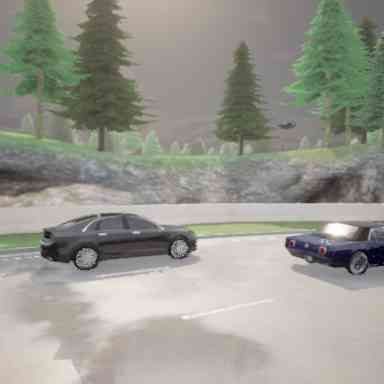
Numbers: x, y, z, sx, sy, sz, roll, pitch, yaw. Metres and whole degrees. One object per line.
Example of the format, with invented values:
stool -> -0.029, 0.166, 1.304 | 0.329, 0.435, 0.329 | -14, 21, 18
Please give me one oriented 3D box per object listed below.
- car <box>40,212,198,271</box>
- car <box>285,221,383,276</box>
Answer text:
car -> -2.114, 1.405, 10.504 | 4.892, 1.490, 1.837 | 0, 0, -30
car -> 5.261, 1.541, 9.967 | 4.718, 1.301, 1.895 | 0, 0, -22
